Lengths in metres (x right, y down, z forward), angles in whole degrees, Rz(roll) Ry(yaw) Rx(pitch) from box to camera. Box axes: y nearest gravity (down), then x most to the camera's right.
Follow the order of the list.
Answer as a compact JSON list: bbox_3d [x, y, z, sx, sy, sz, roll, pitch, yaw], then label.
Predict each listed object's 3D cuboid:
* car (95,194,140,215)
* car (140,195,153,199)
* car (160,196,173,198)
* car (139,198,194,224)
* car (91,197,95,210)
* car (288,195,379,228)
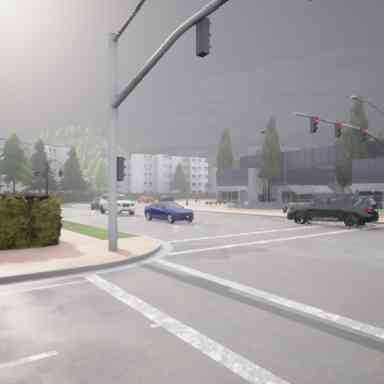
[{"bbox_3d":[-7.624,1.220,33.538,2.150,2.045,5.566,0,0,-32],"label":"car"},{"bbox_3d":[-9.312,1.349,68.117,2.097,1.767,4.553,0,0,15],"label":"car"},{"bbox_3d":[-5.250,1.475,69.690,1.882,1.535,5.008,0,0,20],"label":"car"},{"bbox_3d":[-1.815,1.477,25.359,1.882,1.535,5.008,0,0,-37],"label":"car"},{"bbox_3d":[-11.939,1.351,42.924,2.097,1.767,4.553,0,0,-17],"label":"car"},{"bbox_3d":[9.284,1.219,22.179,5.566,2.045,2.150,0,1,40],"label":"car"}]
